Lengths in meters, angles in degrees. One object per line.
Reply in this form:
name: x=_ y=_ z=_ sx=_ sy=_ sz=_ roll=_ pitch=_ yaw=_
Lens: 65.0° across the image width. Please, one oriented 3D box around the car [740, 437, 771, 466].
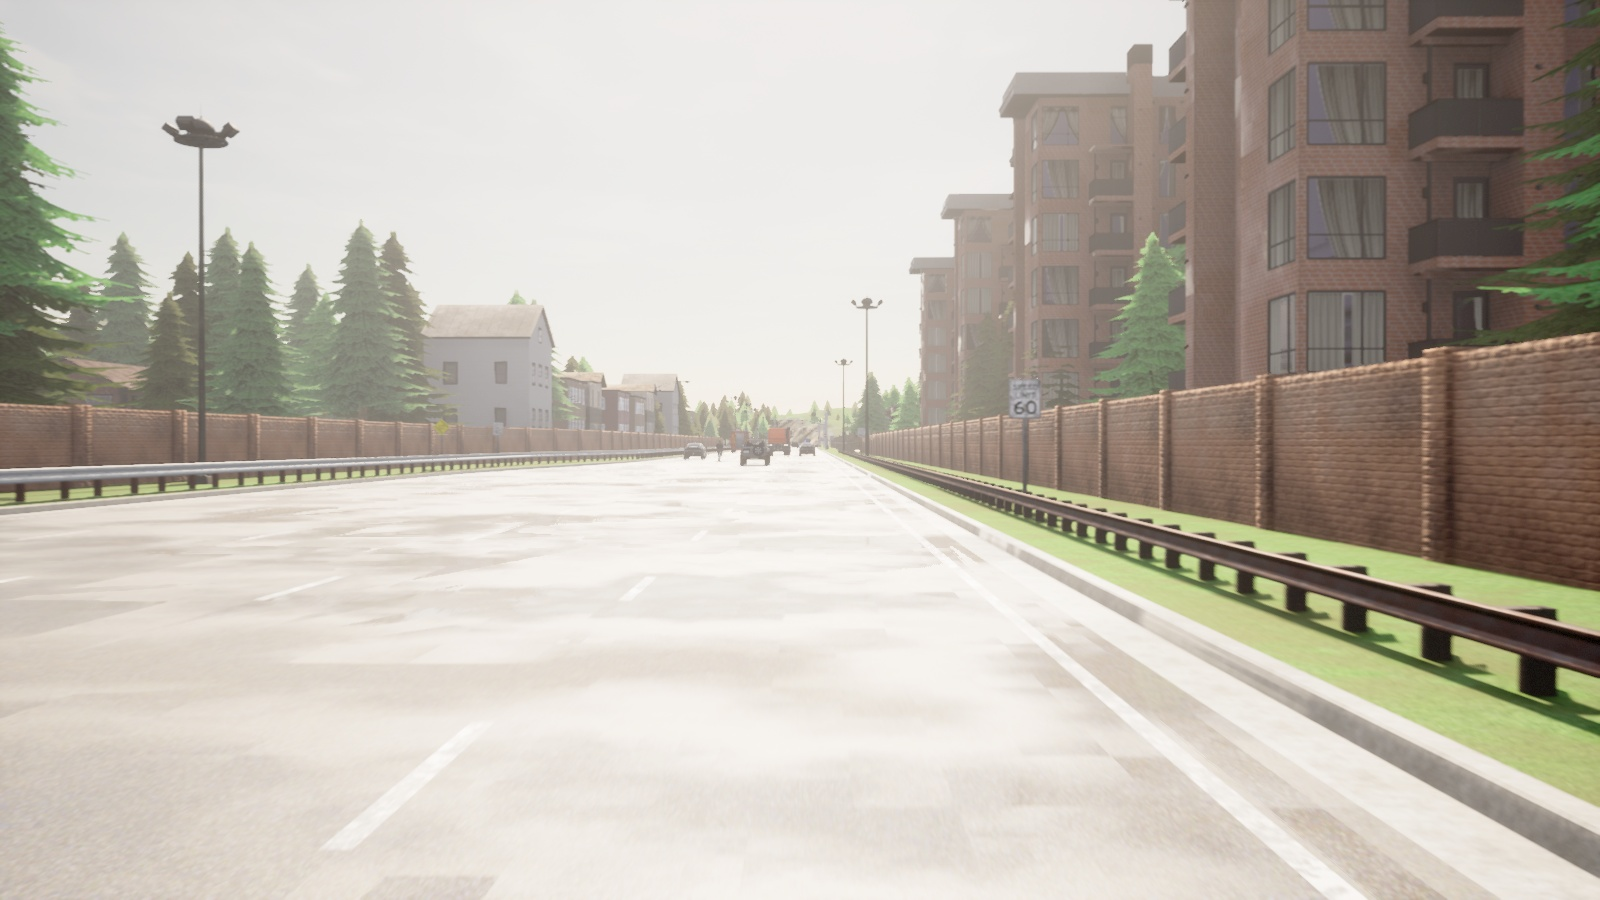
car: x=-3.002 y=0.083 z=84.967 sx=1.932 sy=1.855 sz=4.605 roll=0 pitch=0 yaw=0
